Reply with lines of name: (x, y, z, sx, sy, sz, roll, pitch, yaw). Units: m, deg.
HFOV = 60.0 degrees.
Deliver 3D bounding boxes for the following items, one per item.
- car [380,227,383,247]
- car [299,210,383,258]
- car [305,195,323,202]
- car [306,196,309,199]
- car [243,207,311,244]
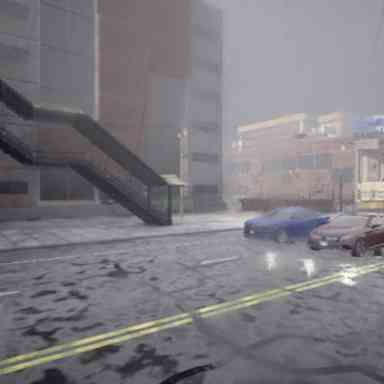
car: (7.271, 1.603, 8.973, 4.718, 1.301, 1.895, 0, 0, -36)
car: (6.470, 1.531, 12.930, 4.674, 1.442, 1.812, 0, 0, -36)
car: (27.652, 1.487, 75.412, 3.806, 1.475, 1.970, 0, 0, -36)
car: (19.231, 1.434, 58.460, 4.193, 1.474, 1.816, 0, 0, -36)
car: (4.643, 1.486, 15.930, 5.008, 1.535, 1.882, 0, 0, -35)
